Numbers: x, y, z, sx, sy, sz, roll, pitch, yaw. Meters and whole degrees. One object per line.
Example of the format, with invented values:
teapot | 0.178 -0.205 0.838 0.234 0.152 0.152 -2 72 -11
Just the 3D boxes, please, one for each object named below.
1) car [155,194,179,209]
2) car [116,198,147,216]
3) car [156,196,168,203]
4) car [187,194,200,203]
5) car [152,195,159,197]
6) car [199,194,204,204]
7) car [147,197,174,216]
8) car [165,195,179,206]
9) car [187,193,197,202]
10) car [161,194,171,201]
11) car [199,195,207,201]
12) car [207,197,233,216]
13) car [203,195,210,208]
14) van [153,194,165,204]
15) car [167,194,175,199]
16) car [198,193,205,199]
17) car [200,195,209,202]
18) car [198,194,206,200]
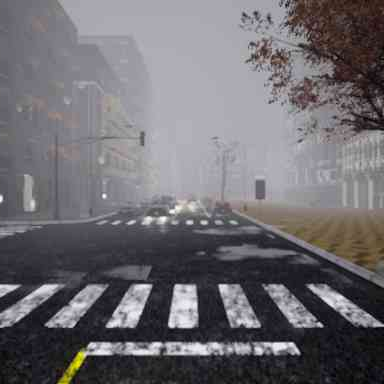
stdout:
car | -3.126 1.222 41.838 2.097 1.767 4.553 0 0 0
car | -5.711 1.452 30.428 2.008 1.369 4.403 0 0 0
car | -5.736 1.400 63.623 1.802 1.307 4.206 0 0 0
car | 0.053 1.424 61.458 1.895 1.301 4.718 0 0 0
car | -5.720 1.422 41.493 2.008 1.369 4.403 0 0 0
car | 2.648 1.414 58.096 1.802 1.307 4.206 0 0 0
car | -3.122 1.445 31.725 2.033 1.411 5.357 0 0 0
car | -3.114 1.323 52.021 1.882 1.535 5.008 0 0 0
car | -0.052 1.157 71.525 2.097 1.767 4.553 0 0 0
car | -5.745 1.235 74.689 1.967 1.590 4.097 0 0 0
car | 2.632 1.329 80.228 1.887 1.381 4.507 0 0 0
car | 2.669 1.446 30.434 1.887 1.381 4.507 0 0 0
car | 2.660 1.396 41.669 1.752 1.417 4.829 0 0 0
van | -5.732 1.172 58.091 1.690 1.788 3.998 0 0 0
car | -5.757 1.316 91.286 2.008 1.369 4.403 0 0 0
car | 2.623 1.206 91.292 1.967 1.590 4.097 0 0 0
car | 2.640 1.331 69.332 1.752 1.417 4.829 0 0 0
car | 2.627 1.325 85.760 2.008 1.369 4.403 0 0 0
